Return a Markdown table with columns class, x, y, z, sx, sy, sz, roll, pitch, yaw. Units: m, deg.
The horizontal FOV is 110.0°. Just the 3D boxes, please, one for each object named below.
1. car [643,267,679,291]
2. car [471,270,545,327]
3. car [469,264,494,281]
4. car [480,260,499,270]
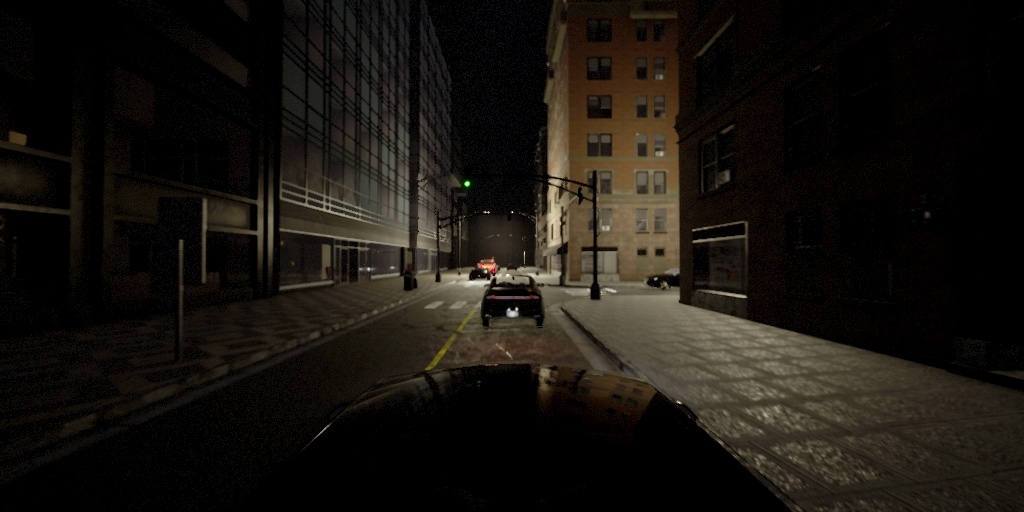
| class | x | y | z | sx | sy | sz | roll | pitch | yaw |
| --- | --- | --- | --- | --- | --- | --- | --- | --- | --- |
| car | 11.304 | 1.488 | 23.820 | 4.902 | 1.511 | 2.128 | 0 | -1 | 0 |
| car | 0.046 | 1.375 | 12.096 | 2.128 | 1.511 | 4.902 | 0 | -1 | 1 |
| car | -3.139 | 1.742 | 35.886 | 1.994 | 1.385 | 4.181 | 0 | -1 | 0 |
| car | -3.144 | 1.515 | 45.309 | 2.150 | 2.045 | 5.566 | 0 | -1 | 0 |
